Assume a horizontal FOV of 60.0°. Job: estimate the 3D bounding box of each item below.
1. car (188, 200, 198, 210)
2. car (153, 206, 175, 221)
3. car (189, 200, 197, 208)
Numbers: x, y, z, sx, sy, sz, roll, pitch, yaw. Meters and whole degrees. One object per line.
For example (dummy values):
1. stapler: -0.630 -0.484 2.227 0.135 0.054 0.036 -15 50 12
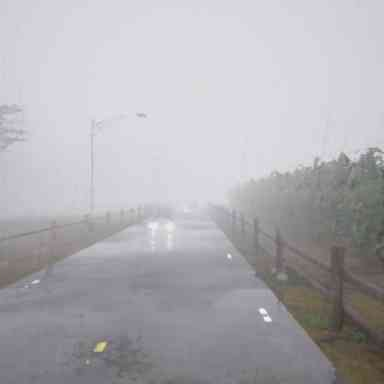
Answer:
1. car: 0.214 2.561 63.127 2.128 1.511 4.902 0 -1 0
2. car: -2.649 2.073 32.308 1.895 1.301 4.718 0 -1 0
3. car: 0.251 2.634 73.550 1.837 1.490 4.892 0 -1 0
